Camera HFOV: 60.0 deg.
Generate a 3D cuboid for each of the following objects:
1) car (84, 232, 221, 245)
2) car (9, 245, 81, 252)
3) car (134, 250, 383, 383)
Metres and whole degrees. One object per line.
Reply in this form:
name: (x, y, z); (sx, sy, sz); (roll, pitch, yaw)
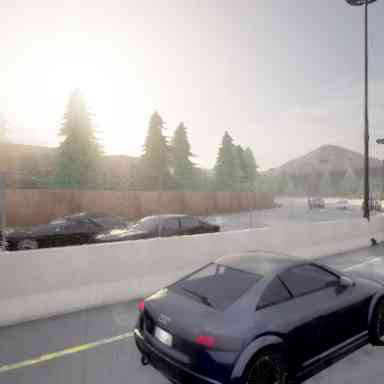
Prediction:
car: (-1.119, 1.558, 12.237); (5.008, 1.535, 1.882); (0, 0, -41)
car: (-5.190, 1.682, 13.398); (4.718, 1.301, 1.895); (0, 0, -38)
car: (1.269, 1.600, 4.959); (4.181, 1.385, 1.994); (0, 0, -38)
